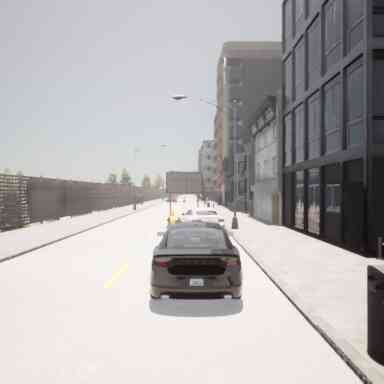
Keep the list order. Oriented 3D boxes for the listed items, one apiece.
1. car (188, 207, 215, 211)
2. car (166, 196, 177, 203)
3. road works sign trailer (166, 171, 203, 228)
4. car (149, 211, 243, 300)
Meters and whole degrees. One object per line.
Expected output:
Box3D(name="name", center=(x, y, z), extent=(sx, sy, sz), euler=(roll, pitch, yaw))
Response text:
Box3D(name="car", center=(0.481, 1.538, 17.819), extent=(1.812, 1.442, 4.674), euler=(0, -1, -10))
Box3D(name="car", center=(-4.124, 1.560, 66.832), extent=(1.994, 1.385, 4.181), euler=(0, 0, 0))
Box3D(name="road works sign trailer", center=(-0.530, 0.463, 21.299), extent=(2.380, 3.560, 2.880), euler=(0, 0, -16))
Box3D(name="car", center=(0.084, 1.477, 8.469), extent=(1.882, 1.535, 5.008), euler=(0, 0, 0))
